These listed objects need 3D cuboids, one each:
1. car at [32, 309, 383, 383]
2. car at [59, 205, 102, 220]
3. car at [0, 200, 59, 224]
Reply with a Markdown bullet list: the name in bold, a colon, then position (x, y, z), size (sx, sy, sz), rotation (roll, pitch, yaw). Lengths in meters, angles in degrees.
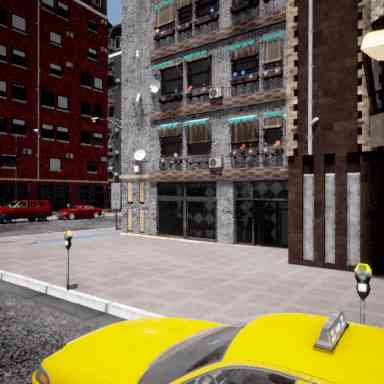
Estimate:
- **car**: position (0.718, 1.525, 2.362), size (4.829, 1.417, 1.752), rotation (0, 0, 36)
- **car**: position (-10.884, 1.923, 32.295), size (1.887, 1.381, 4.507), rotation (-1, -2, 35)
- **car**: position (-14.179, 1.591, 27.655), size (2.192, 1.841, 5.009), rotation (-1, -2, 35)
